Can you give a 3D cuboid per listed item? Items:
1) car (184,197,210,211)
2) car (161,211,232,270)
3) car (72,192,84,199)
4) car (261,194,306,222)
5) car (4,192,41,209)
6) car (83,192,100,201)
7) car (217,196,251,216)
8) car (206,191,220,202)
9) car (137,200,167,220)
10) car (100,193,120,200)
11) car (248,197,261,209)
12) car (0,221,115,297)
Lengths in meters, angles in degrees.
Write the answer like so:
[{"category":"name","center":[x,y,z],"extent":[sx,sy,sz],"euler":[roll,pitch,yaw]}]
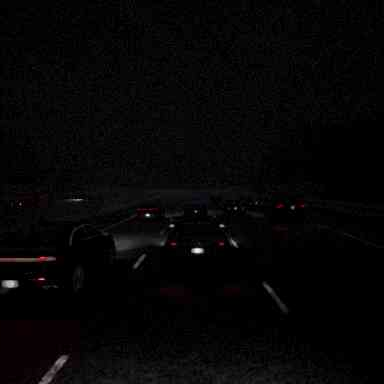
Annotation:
[{"category":"car","center":[0.314,1.360,28.674],"extent":[1.882,1.535,5.008],"euler":[0,1,1]},{"category":"car","center":[0.166,1.553,11.016],"extent":[1.994,1.385,4.181],"euler":[0,0,0]},{"category":"car","center":[-23.915,0.789,71.015],"extent":[1.837,1.490,4.892],"euler":[0,1,1]},{"category":"car","center":[7.076,1.133,25.745],"extent":[2.150,2.045,5.566],"euler":[0,1,2]},{"category":"car","center":[-20.756,0.966,41.100],"extent":[2.150,2.045,5.566],"euler":[0,0,1]},{"category":"car","center":[-17.058,0.974,58.855],"extent":[1.882,1.535,5.008],"euler":[0,1,1]},{"category":"car","center":[3.732,1.412,30.725],"extent":[2.033,1.411,5.357],"euler":[0,1,0]},{"category":"car","center":[3.976,0.981,58.433],"extent":[1.882,1.535,5.008],"euler":[0,1,1]},{"category":"car","center":[-3.204,1.406,26.668],"extent":[1.837,1.490,4.892],"euler":[0,1,1]},{"category":"car","center":[-13.587,1.016,57.019],"extent":[2.128,1.511,4.902],"euler":[0,1,1]},{"category":"car","center":[7.363,1.303,40.154],"extent":[2.033,1.411,5.357],"euler":[0,1,1]},{"category":"car","center":[-3.352,1.487,8.593],"extent":[2.128,1.511,4.902],"euler":[0,0,0]}]
